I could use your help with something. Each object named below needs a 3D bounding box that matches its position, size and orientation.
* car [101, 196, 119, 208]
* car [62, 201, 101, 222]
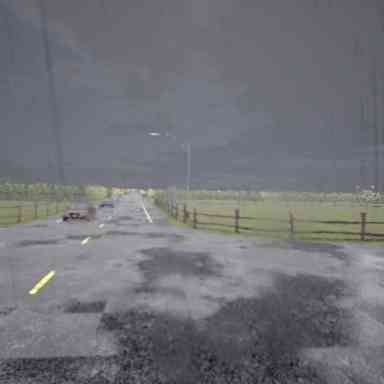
[{"bbox_3d":[-12.311,1.608,48.539,2.033,1.411,5.357,1,0,-9],"label":"car"},{"bbox_3d":[-8.774,1.566,26.274,1.994,1.385,4.181,1,0,-6],"label":"car"}]
